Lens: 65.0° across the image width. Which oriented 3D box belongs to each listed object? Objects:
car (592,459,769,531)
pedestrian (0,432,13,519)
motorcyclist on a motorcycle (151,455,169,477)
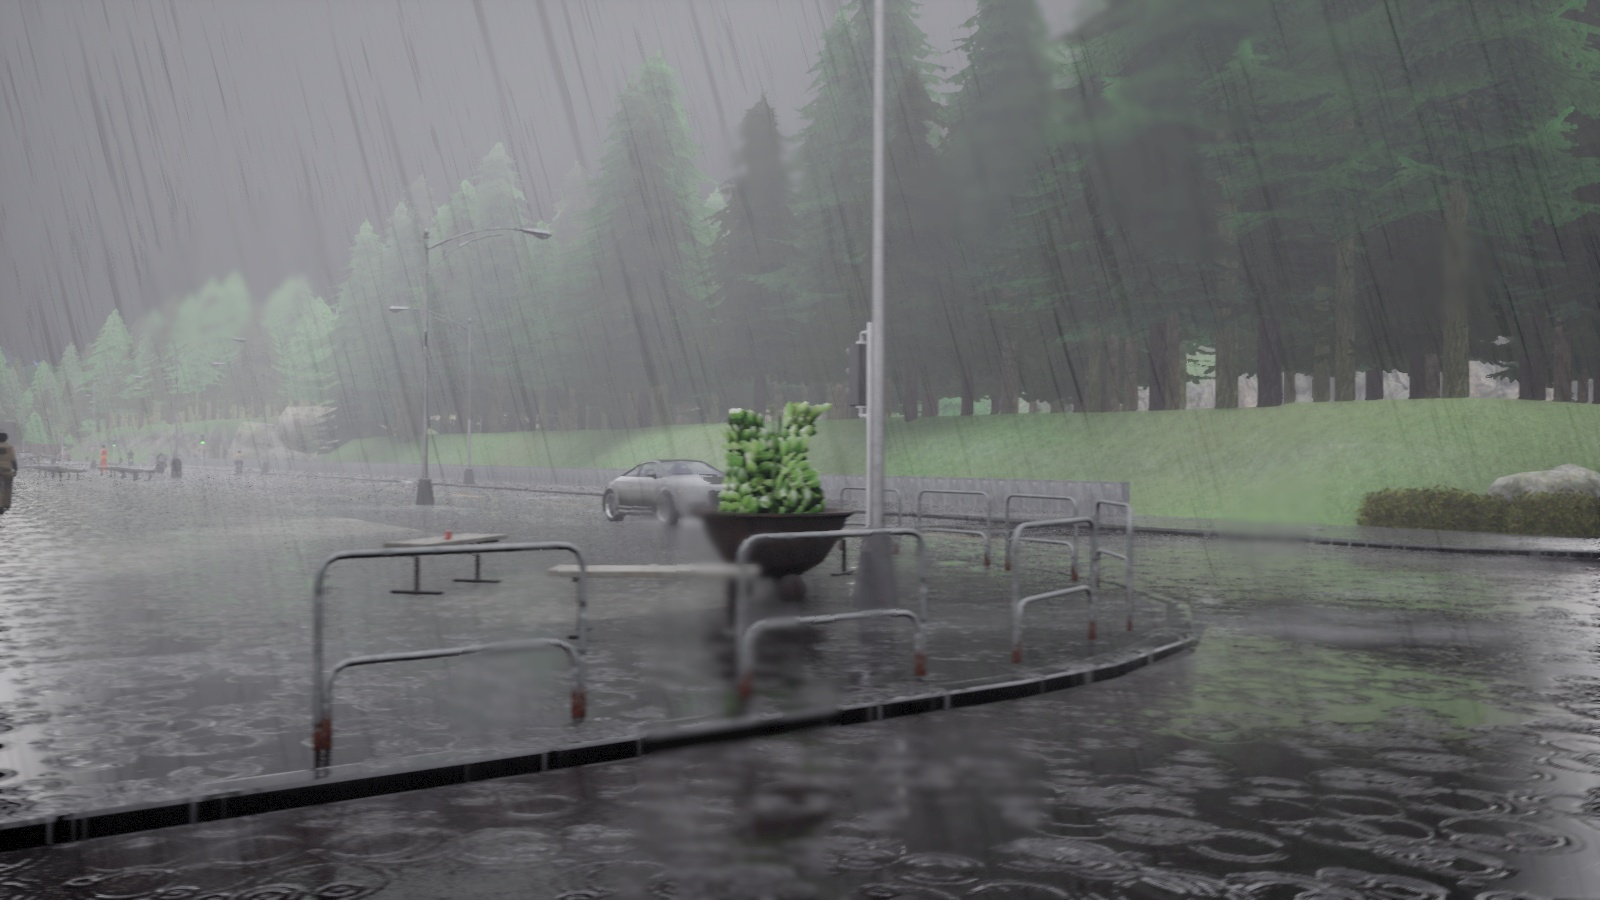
[{"bbox_3d":[-2.637,0.901,26.887,1.994,1.385,4.181,0,0,-35],"label":"car"},{"bbox_3d":[-17.926,0.563,28.172,0.396,1.930,0.692,0,0,-26],"label":"pedestrian"},{"bbox_3d":[-45.061,1.112,88.412,0.866,1.530,2.191,0,0,-35],"label":"motorcyclist on a motorcycle"}]
